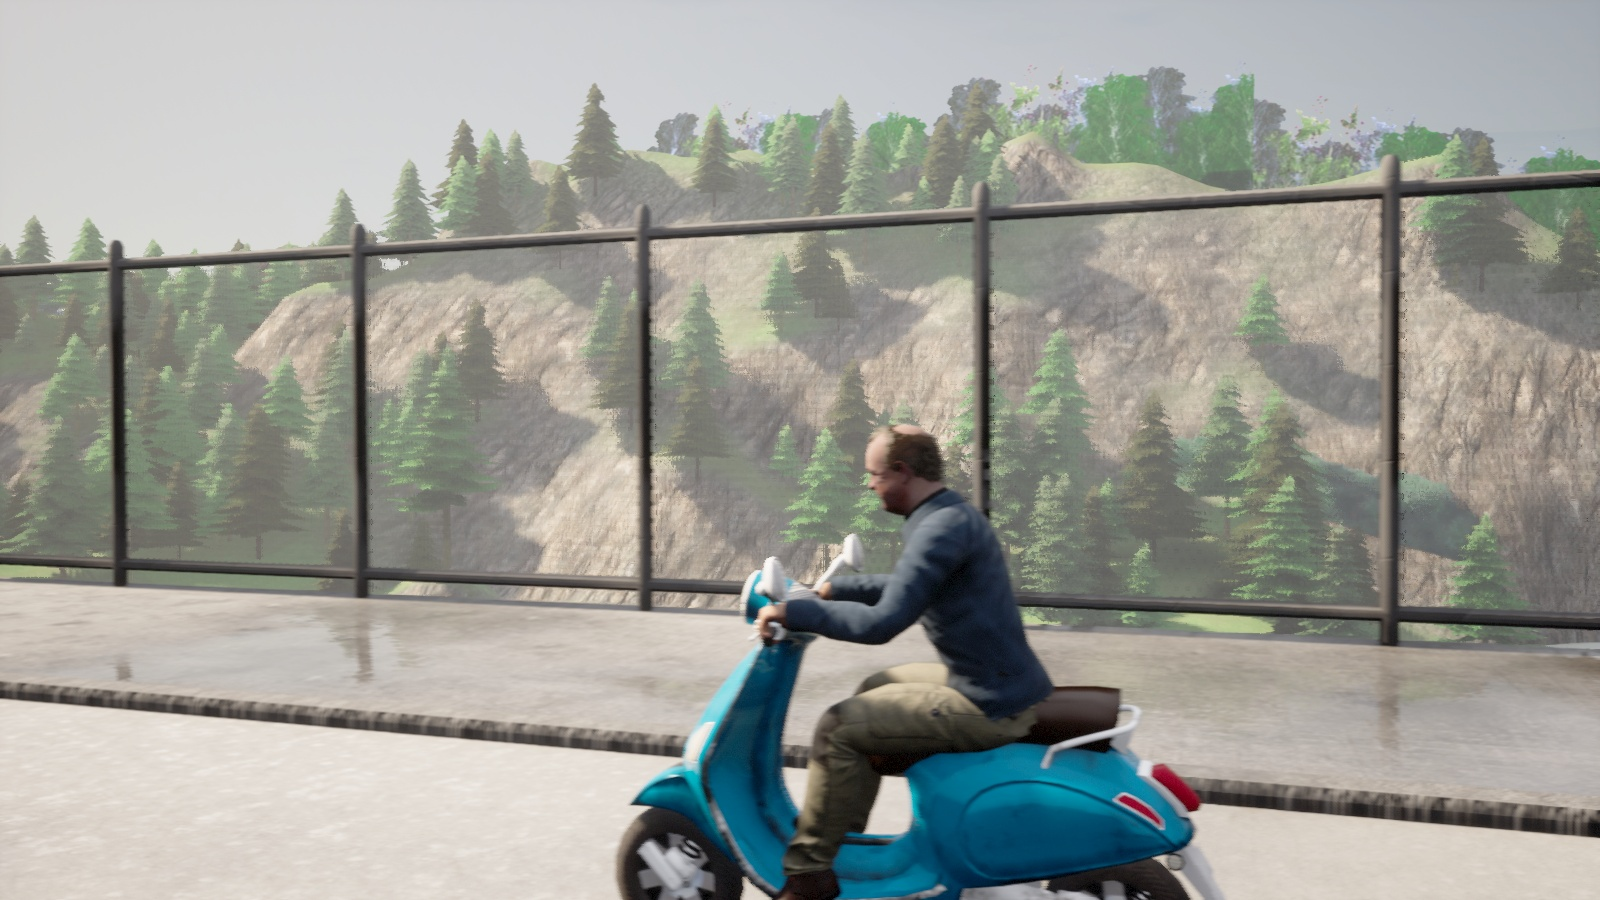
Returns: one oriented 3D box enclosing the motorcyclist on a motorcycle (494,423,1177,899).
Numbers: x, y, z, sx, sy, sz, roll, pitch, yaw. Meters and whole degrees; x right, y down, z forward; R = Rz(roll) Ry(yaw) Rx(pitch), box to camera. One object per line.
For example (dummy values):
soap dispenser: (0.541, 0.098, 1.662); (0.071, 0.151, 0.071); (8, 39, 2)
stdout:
motorcyclist on a motorcycle: (0.134, 0.722, 3.675); (1.817, 1.590, 0.866); (1, 1, 19)
